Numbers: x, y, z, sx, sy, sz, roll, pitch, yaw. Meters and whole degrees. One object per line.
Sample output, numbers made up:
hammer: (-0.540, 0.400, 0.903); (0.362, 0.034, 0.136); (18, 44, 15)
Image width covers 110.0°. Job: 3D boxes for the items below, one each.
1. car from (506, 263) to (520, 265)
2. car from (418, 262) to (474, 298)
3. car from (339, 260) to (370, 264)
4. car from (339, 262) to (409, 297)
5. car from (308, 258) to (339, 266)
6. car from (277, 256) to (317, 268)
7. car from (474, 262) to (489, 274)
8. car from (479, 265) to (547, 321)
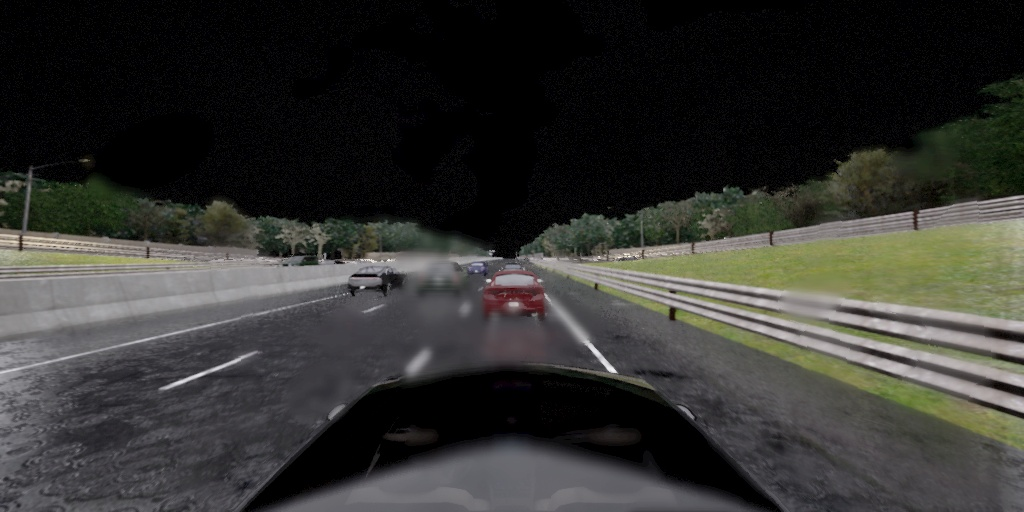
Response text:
car: (0.086, 1.310, 30.300); (2.033, 1.411, 5.357); (0, 0, 0)
car: (-3.409, 1.112, 18.842); (2.097, 1.767, 4.553); (0, 0, 0)
car: (-17.610, 1.254, 41.710); (2.128, 1.511, 4.902); (0, 0, 0)
car: (-6.908, 1.252, 18.987); (2.128, 1.511, 4.902); (0, 0, 0)
car: (-21.109, 1.268, 41.706); (1.837, 1.490, 4.892); (0, 0, 0)
car: (-24.609, 0.985, 41.632); (2.150, 2.045, 5.566); (0, 0, 0)
car: (-3.417, 1.288, 36.848); (1.812, 1.442, 4.674); (0, 0, 0)
car: (0.094, 1.235, 12.529); (1.882, 1.535, 5.008); (0, 0, 0)
